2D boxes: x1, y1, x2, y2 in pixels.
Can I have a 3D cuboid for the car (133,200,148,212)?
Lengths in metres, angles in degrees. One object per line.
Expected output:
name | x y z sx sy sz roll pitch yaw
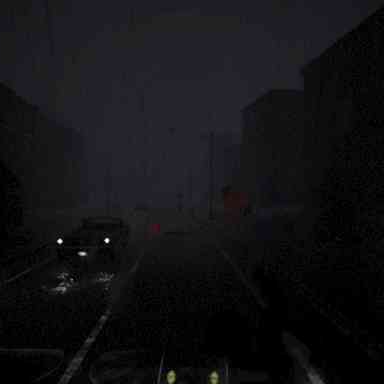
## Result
car | -8.305 2.454 53.618 1.837 1.490 4.892 0 -1 -8

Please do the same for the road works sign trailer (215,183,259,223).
road works sign trailer | 3.293 1.113 24.214 2.380 2.880 3.560 46 23 20

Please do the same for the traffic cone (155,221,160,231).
traffic cone | -2.043 2.037 18.331 0.340 0.580 0.340 0 -1 -5

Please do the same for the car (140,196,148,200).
car | -12.892 1.767 89.417 1.882 1.535 5.008 0 1 -7

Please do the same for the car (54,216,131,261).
car | -3.515 1.622 12.508 1.895 1.301 4.718 0 0 -4

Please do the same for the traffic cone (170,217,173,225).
traffic cone | -1.523 2.148 24.395 0.340 0.580 0.340 0 -1 -4

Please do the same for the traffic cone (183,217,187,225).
traffic cone | -0.527 2.144 24.474 0.340 0.580 0.340 0 -1 -4
